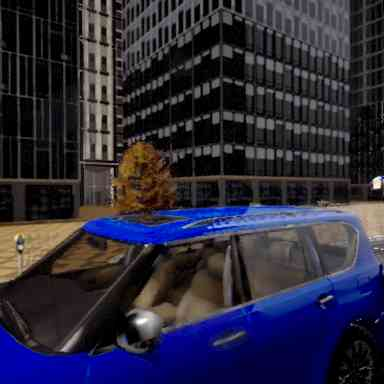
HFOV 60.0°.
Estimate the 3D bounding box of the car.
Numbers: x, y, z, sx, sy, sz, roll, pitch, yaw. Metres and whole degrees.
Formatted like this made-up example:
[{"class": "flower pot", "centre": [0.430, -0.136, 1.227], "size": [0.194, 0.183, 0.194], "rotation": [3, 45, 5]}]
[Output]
[{"class": "car", "centre": [-0.251, 1.210, 3.200], "size": [5.566, 2.045, 2.150], "rotation": [-1, 0, -36]}]
